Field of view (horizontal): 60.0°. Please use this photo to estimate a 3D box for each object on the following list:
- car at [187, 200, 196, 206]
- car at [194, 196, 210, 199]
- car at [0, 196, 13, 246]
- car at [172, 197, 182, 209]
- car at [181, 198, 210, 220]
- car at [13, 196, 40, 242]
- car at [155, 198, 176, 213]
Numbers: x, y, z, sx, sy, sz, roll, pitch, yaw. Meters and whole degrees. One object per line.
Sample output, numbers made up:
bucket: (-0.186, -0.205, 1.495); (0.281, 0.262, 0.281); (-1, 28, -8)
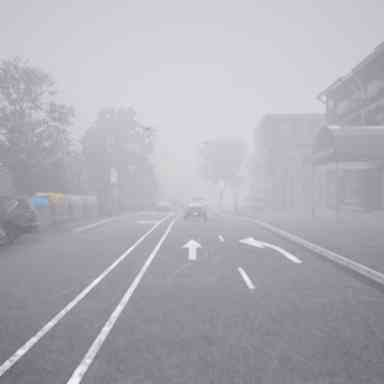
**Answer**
car: (-0.070, 3.075, 93.953); (2.002, 1.452, 4.674); (-2, 1, 6)
car: (1.100, 1.620, 46.185); (2.150, 2.045, 5.566); (0, -1, 2)
car: (-9.415, 1.226, 11.110); (5.566, 2.045, 2.435); (-1, 0, -20)
car: (-2.832, 1.940, 59.069); (2.150, 2.045, 5.566); (0, -1, 3)
car: (0.376, 1.521, 27.956); (1.812, 1.442, 4.674); (0, 0, 3)
car: (-9.459, 1.224, 14.038); (5.566, 2.045, 2.435); (-1, 0, -20)
car: (-3.479, 1.825, 42.181); (1.812, 1.442, 4.674); (0, -2, 2)
